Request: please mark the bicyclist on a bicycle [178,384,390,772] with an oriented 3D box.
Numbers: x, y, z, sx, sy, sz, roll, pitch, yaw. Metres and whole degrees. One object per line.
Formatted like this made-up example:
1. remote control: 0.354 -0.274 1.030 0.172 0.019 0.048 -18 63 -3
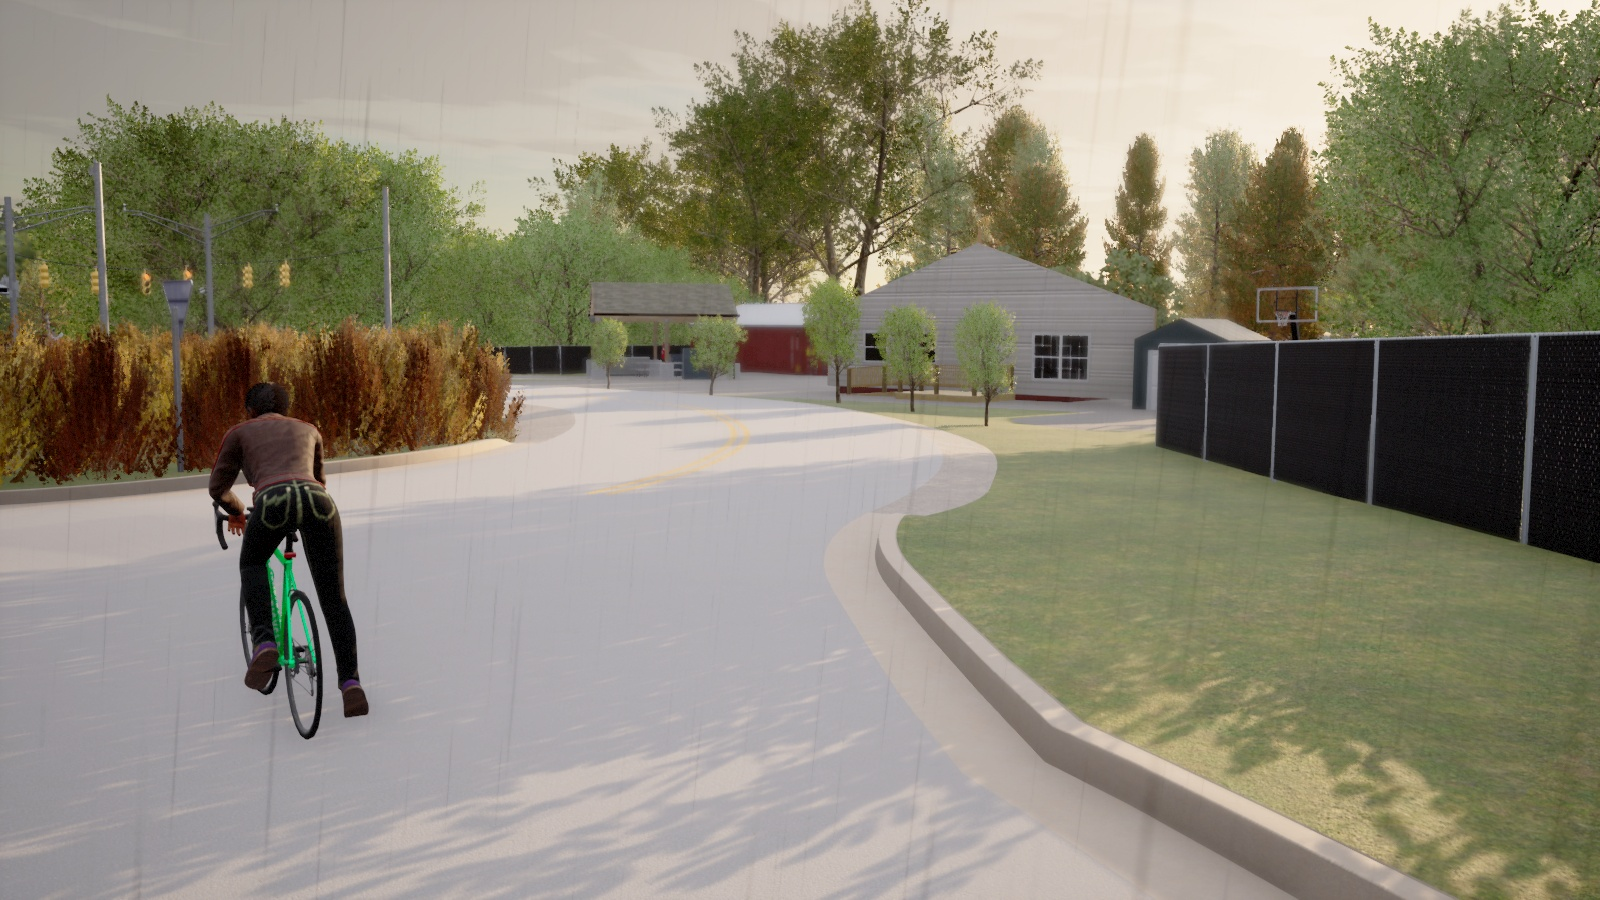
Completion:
1. bicyclist on a bicycle: -2.529 0.494 6.056 0.582 1.620 1.656 -2 4 -34
